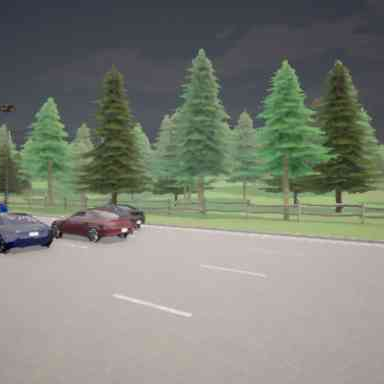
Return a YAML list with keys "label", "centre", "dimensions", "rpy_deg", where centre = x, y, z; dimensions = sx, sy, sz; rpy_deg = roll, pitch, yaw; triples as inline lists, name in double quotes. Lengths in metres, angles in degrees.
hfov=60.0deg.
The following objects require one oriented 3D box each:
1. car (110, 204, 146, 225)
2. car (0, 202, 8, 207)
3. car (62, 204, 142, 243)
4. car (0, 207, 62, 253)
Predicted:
- label: "car"
  centre: [-5.010, 1.480, 20.452]
  dimensions: [4.892, 1.490, 1.837]
  rpy_deg: [0, 0, 36]
- label: "car"
  centre: [-18.671, 1.426, 30.196]
  dimensions: [5.008, 1.535, 1.882]
  rpy_deg: [0, 0, 36]
- label: "car"
  centre: [-4.849, 1.505, 16.028]
  dimensions: [4.674, 1.442, 1.812]
  rpy_deg: [0, 0, 36]
- label: "car"
  centre: [-7.576, 1.543, 13.679]
  dimensions: [4.181, 1.385, 1.994]
  rpy_deg: [0, 0, 36]
